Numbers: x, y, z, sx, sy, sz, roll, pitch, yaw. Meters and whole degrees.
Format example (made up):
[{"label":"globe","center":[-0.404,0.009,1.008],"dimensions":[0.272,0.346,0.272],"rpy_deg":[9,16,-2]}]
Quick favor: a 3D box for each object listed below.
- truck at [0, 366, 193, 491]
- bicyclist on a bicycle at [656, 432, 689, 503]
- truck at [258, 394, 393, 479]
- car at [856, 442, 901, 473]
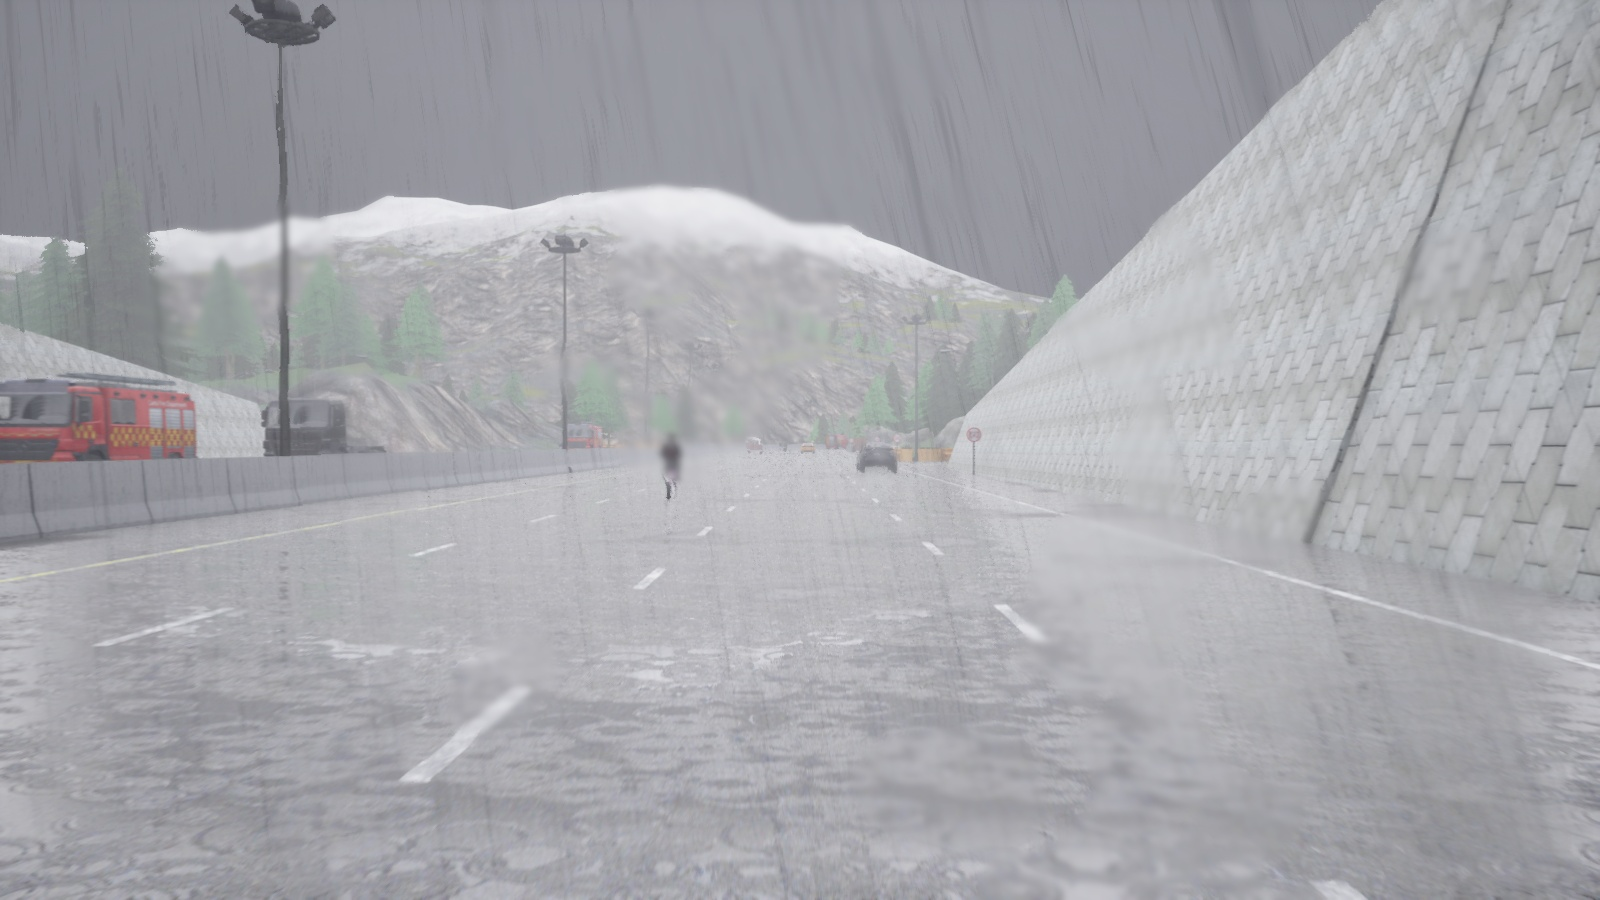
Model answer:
[{"label":"truck","center":[-24.223,-0.679,42.859],"dimensions":[2.891,3.827,8.468],"rpy_deg":[0,0,0]},{"label":"bicyclist on a bicycle","center":[-3.286,0.431,32.513],"dimensions":[0.659,1.776,1.843],"rpy_deg":[0,1,0]},{"label":"truck","center":[-20.647,-0.563,55.244],"dimensions":[2.891,3.462,7.936],"rpy_deg":[0,0,0]},{"label":"car","center":[3.902,0.340,63.248],"dimensions":[2.007,1.525,4.514],"rpy_deg":[0,0,0]}]
